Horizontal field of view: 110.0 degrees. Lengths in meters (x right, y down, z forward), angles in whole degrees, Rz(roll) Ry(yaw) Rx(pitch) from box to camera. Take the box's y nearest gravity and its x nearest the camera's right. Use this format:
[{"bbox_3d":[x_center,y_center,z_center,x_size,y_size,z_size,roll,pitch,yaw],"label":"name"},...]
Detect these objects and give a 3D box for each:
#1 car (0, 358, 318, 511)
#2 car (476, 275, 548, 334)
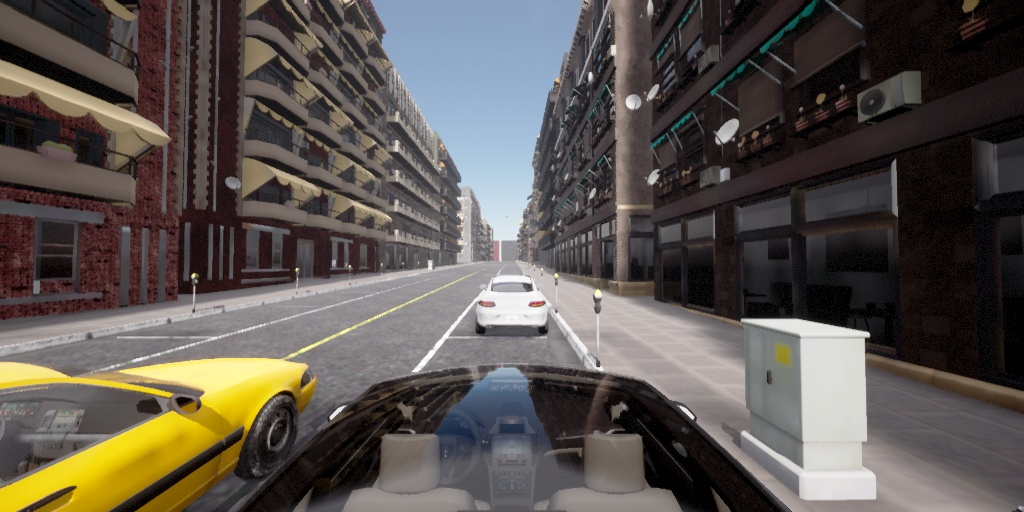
[{"bbox_3d":[-3.020,1.200,1.692,1.801,1.575,5.366,0,0,0],"label":"car"},{"bbox_3d":[0.003,1.271,10.503,1.812,1.442,4.674,0,0,0],"label":"car"}]
